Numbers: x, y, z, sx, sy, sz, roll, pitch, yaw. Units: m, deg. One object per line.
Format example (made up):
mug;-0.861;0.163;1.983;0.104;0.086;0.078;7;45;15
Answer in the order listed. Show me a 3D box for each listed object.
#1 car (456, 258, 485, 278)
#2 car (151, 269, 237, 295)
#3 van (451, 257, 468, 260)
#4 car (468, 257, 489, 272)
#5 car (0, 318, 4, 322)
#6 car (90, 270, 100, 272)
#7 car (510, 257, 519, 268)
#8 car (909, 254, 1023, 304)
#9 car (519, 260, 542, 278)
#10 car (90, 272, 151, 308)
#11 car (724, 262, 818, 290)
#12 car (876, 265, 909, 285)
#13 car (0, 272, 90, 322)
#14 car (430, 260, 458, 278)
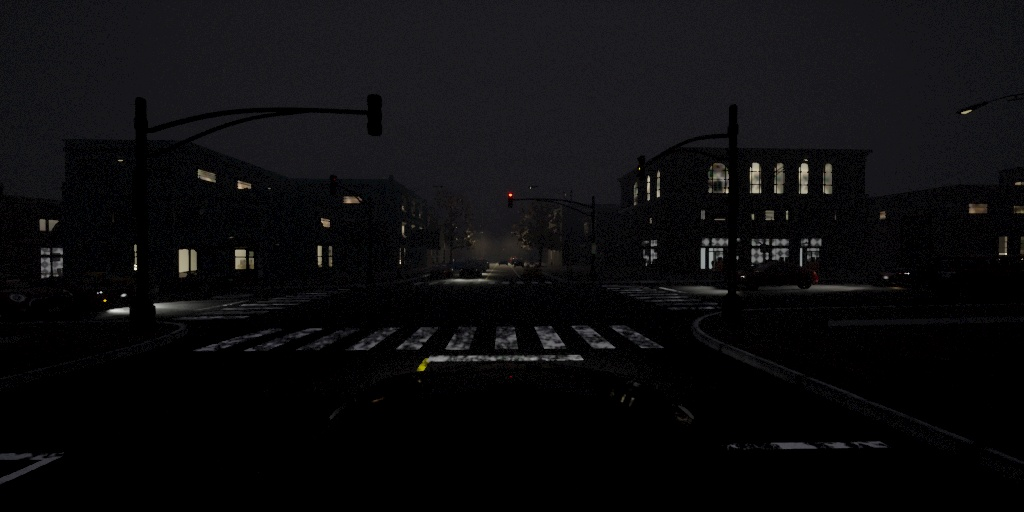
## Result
car;-3.916;1.222;34.412;1.882;1.535;5.008;0;0;-2
car;-18.676;1.474;21.085;4.313;1.339;1.948;0;0;-2
van;-6.769;1.082;44.674;1.690;1.789;3.998;0;0;-1
car;-4.174;1.219;44.451;1.882;1.535;5.008;0;0;-1
car;-5.661;1.295;1.077;1.888;1.381;4.507;0;0;-1
car;-24.494;1.501;20.833;4.829;1.417;1.751;0;0;-2
car;1.186;1.288;61.521;2.007;1.370;4.403;0;0;-1
car;19.644;0.843;14.358;5.009;1.841;2.192;0;0;-2
car;1.886;1.269;33.969;1.751;1.417;4.829;0;0;-1
car;-18.638;1.526;15.291;4.181;1.385;1.994;-1;1;-2
car;14.309;1.063;19.917;4.674;1.442;1.812;-1;1;-2
car;23.531;0.918;20.316;4.902;1.511;2.128;-1;1;-2
car;-18.344;1.422;12.745;4.097;1.591;1.967;0;0;-2
car;-6.487;1.326;33.586;1.802;1.307;4.207;0;0;-1
